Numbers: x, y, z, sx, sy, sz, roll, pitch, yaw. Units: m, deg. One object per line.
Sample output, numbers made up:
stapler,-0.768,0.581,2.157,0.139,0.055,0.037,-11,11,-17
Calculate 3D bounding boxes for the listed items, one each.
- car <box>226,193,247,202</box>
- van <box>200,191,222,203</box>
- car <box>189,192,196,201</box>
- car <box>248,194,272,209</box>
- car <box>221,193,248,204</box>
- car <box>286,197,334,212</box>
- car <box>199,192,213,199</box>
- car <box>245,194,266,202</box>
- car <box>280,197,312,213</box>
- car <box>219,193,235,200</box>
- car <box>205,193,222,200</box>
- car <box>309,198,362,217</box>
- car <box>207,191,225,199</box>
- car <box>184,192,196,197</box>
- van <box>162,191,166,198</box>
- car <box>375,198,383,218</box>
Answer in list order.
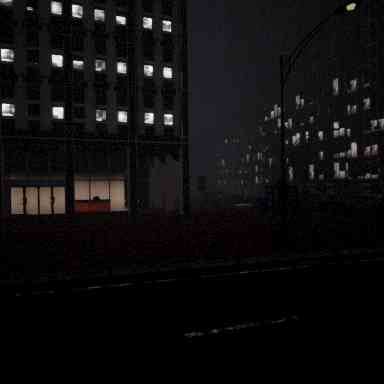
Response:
car,7.924,1.023,60.174,1.812,1.442,4.674,-1,1,-20
van,3.261,0.952,56.070,1.690,1.788,3.998,0,1,-20
car,-0.615,1.056,66.758,2.008,1.369,4.403,0,1,-20
car,9.025,1.331,40.027,1.947,1.339,4.313,0,1,-20
car,7.076,1.153,53.241,2.033,1.411,5.357,-1,1,-20
car,12.971,1.309,36.882,2.033,1.411,5.357,-1,1,-20
car,3.386,0.706,80.299,1.967,1.590,4.097,0,1,-20
car,11.139,1.059,58.928,1.802,1.307,4.206,0,1,-20
car,10.908,1.399,34.665,1.802,1.307,4.206,0,1,-20
car,7.263,0.954,69.615,1.802,1.307,4.206,0,1,-20
car,4.502,0.930,69.608,1.812,1.442,4.674,-1,1,-20
car,12.829,1.434,29.314,1.947,1.339,4.313,0,1,-20
car,5.324,0.634,74.955,2.192,1.841,5.009,0,1,-20
car,-0.489,0.710,90.985,2.008,1.369,4.403,0,1,-20
van,-6.430,0.687,82.785,1.690,1.788,3.998,0,1,-20
car,16.907,1.216,26.077,2.097,1.767,4.553,-1,1,-21
